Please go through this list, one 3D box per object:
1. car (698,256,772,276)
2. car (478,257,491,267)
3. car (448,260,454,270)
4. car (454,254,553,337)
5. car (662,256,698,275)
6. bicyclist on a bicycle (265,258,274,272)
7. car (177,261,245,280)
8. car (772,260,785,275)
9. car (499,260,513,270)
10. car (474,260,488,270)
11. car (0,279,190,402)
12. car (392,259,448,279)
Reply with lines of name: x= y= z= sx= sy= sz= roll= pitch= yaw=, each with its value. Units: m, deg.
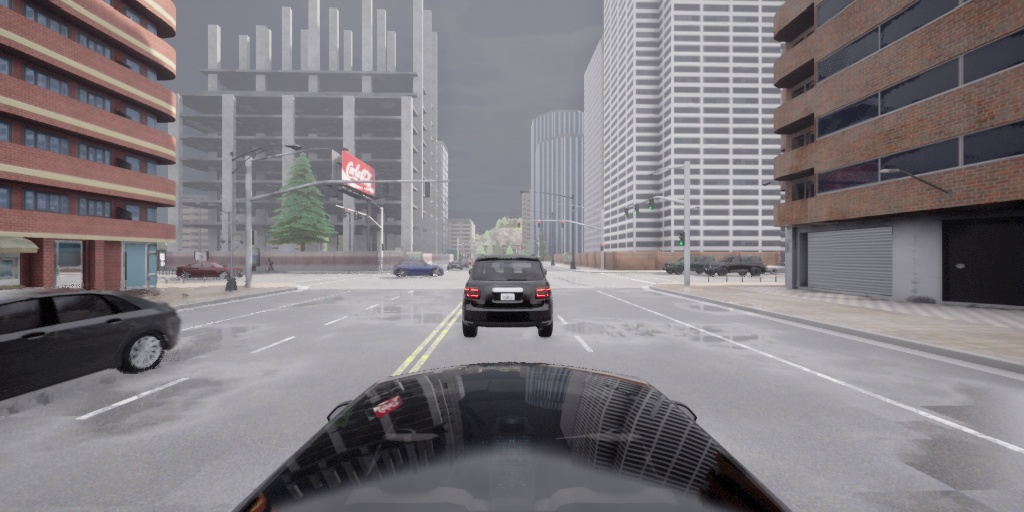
car: x=21.988 y=0.971 z=35.549 sx=5.566 sy=2.045 sz=2.150 roll=0 pitch=0 yaw=-2
car: x=-4.845 y=1.101 z=64.303 sx=2.097 sy=1.767 sz=4.553 roll=0 pitch=0 yaw=-1
car: x=-8.124 y=1.312 z=51.781 sx=1.994 sy=1.385 sz=4.181 roll=0 pitch=0 yaw=-1
car: x=-0.122 y=0.971 z=10.391 sx=2.150 sy=2.045 sz=5.566 roll=0 pitch=0 yaw=-1
car: x=19.376 y=0.971 z=38.978 sx=5.566 sy=2.045 sz=2.150 roll=0 pitch=0 yaw=-1
bicyclist on a bicycle: x=-28.715 y=1.050 z=42.505 sx=0.582 sy=1.620 sz=1.656 roll=0 pitch=0 yaw=-1
car: x=-25.553 y=1.227 z=30.602 sx=5.008 sy=1.535 sz=1.882 roll=0 pitch=0 yaw=-2
car: x=29.506 y=1.350 z=39.232 sx=4.718 sy=1.301 sz=1.895 roll=0 pitch=0 yaw=-1
car: x=-0.970 y=1.296 z=55.448 sx=2.033 sy=1.411 sz=5.357 roll=0 pitch=0 yaw=-1
car: x=-4.679 y=1.313 z=54.613 sx=1.994 sy=1.385 sz=4.181 roll=0 pitch=0 yaw=-1
car: x=-7.150 y=1.254 z=4.744 sx=1.837 sy=1.490 sz=4.892 roll=0 pitch=0 yaw=-1
car: x=-8.687 y=1.101 z=33.213 sx=4.553 sy=1.767 sz=2.097 roll=0 pitch=0 yaw=-25
